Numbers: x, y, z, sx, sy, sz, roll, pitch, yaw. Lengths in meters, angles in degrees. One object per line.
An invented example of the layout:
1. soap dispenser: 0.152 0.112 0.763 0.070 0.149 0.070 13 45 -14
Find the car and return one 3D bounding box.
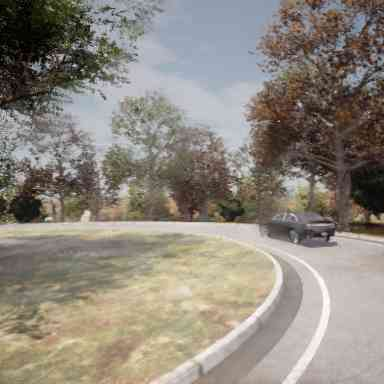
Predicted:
1. car: 5.360 1.767 17.527 2.128 1.511 4.902 0 -1 -17
